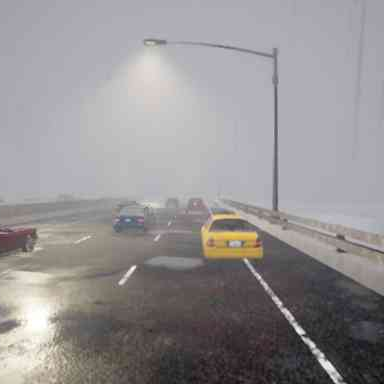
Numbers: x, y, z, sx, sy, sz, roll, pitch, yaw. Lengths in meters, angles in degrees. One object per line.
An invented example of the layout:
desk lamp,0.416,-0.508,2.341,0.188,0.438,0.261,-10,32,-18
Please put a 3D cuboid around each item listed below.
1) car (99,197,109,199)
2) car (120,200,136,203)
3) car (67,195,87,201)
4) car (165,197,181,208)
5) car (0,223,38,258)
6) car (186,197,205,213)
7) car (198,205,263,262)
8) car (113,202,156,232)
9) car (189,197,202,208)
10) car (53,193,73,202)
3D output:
car,-16.502,1.601,62.857,1.812,1.442,4.674,0,0,2
car,-6.612,1.570,34.812,2.033,1.411,5.357,0,0,1
car,-20.120,1.633,59.741,1.994,1.385,4.181,0,0,2
car,-2.792,1.543,48.609,1.837,1.490,4.892,0,0,2
car,-6.882,1.604,10.735,1.895,1.301,4.718,0,0,0
car,0.406,1.375,37.257,2.097,1.767,4.553,0,0,2
car,1.247,1.459,12.058,1.801,1.575,5.366,0,0,0
car,-3.322,1.557,19.984,2.033,1.411,5.357,0,0,1
car,0.632,1.566,49.101,1.812,1.442,4.674,0,0,2
car,-23.540,1.296,61.496,2.150,2.045,5.566,0,0,3
